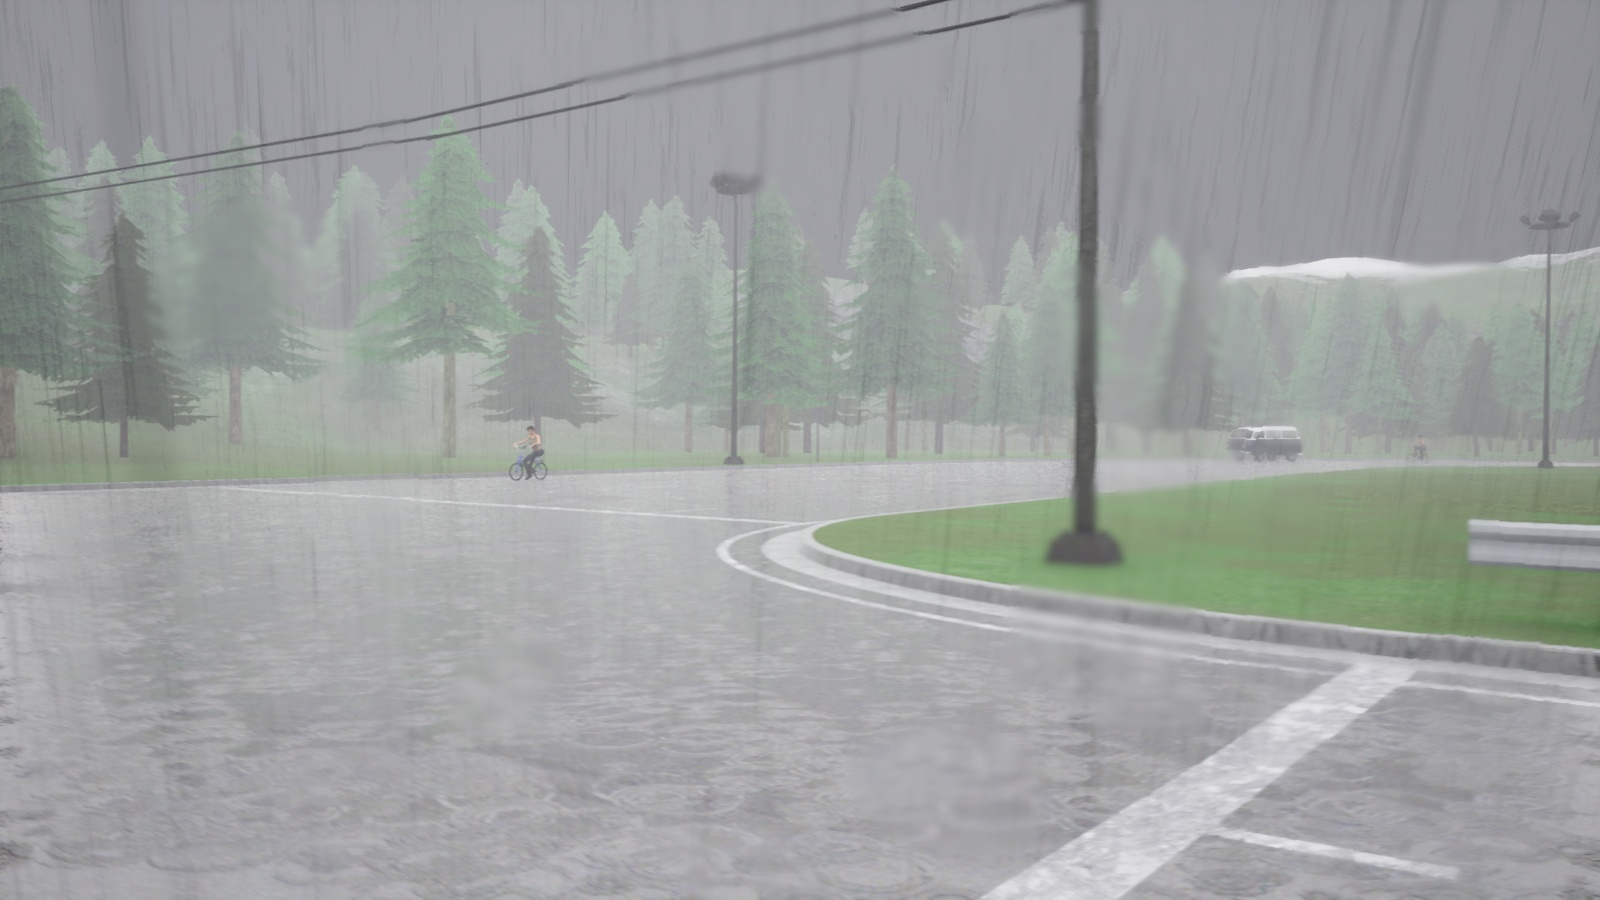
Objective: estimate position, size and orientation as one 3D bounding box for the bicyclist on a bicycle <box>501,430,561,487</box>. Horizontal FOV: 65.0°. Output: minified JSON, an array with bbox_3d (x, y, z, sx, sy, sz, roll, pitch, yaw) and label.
[{"bbox_3d":[-7.851,0.234,36.676,0.866,1.612,1.509,0,1,34],"label":"bicyclist on a bicycle"}]

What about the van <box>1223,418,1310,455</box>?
[{"bbox_3d":[26.532,-0.772,71.394,4.480,2.038,2.069,-1,1,-26],"label":"van"}]
